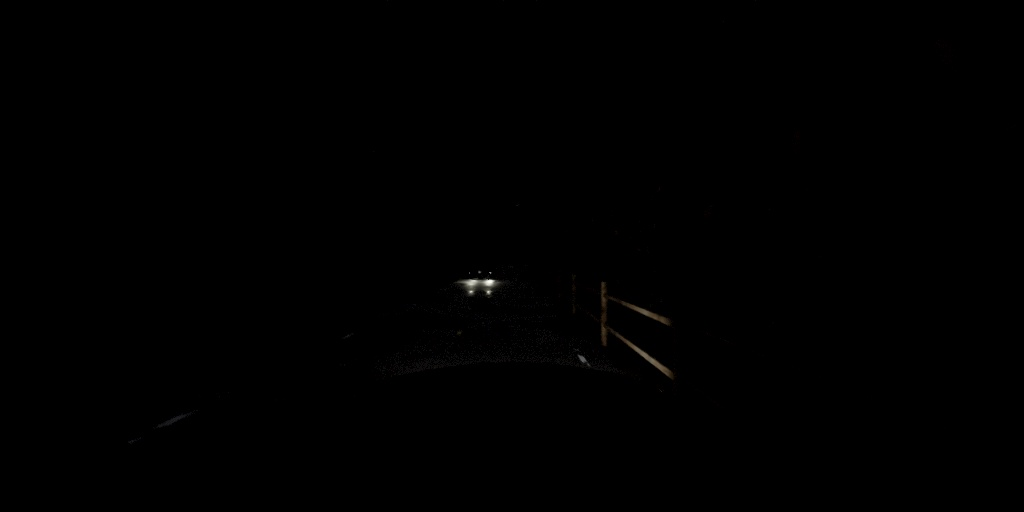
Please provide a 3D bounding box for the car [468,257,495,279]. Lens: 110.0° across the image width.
[{"bbox_3d":[-2.840,1.075,34.278,2.150,2.045,5.566,0,0,0],"label":"car"}]
